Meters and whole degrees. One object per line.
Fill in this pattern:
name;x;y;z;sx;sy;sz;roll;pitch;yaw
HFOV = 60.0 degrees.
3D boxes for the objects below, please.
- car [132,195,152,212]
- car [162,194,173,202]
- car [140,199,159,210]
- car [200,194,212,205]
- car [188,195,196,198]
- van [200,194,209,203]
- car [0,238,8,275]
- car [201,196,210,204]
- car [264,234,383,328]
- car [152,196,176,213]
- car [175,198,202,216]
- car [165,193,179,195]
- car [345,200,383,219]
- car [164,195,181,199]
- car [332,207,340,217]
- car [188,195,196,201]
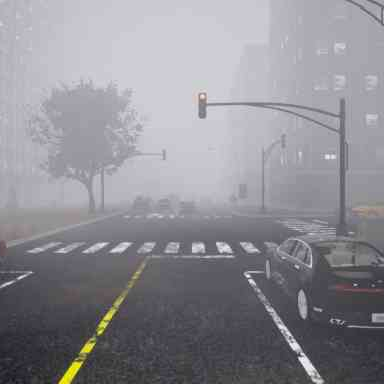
car;-5.700;1.336;39.288;2.192;1.841;5.009;0;0;0
car;-5.708;1.386;77.948;2.192;1.841;5.009;0;0;0
car;-5.701;1.592;44.811;1.947;1.339;4.313;0;0;0
car;2.677;1.611;61.381;1.947;1.339;4.313;0;0;0
car;-0.015;1.656;69.056;1.895;1.301;4.718;0;0;0
van;2.674;1.402;72.428;1.690;1.788;3.998;0;0;0
car;-5.692;1.545;6.900;1.887;1.381;4.507;0;0;0
car;2.676;1.578;67.074;1.752;1.417;4.829;0;0;0
car;2.688;1.551;6.902;2.008;1.369;4.403;0;0;0
car;-3.106;1.525;37.933;1.837;1.490;4.892;0;0;0
car;-0.324;1.562;32.662;2.033;1.411;5.357;0;0;0
car;-3.097;1.263;58.718;2.150;2.045;5.566;0;0;-1
car;14.009;1.269;23.735;5.008;1.535;1.882;-1;0;-1
car;-3.104;1.521;48.140;2.128;1.511;4.902;0;0;0
car;13.421;1.350;26.310;4.403;1.369;2.008;-1;1;-1
car;-0.015;1.447;79.033;1.812;1.442;4.674;0;0;0
